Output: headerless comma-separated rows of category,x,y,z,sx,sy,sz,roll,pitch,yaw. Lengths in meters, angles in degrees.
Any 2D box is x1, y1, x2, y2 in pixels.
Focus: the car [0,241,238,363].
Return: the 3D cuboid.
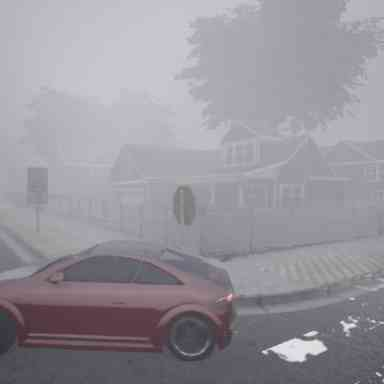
car,-1.368,1.524,5.300,4.181,1.385,1.994,1,1,2
